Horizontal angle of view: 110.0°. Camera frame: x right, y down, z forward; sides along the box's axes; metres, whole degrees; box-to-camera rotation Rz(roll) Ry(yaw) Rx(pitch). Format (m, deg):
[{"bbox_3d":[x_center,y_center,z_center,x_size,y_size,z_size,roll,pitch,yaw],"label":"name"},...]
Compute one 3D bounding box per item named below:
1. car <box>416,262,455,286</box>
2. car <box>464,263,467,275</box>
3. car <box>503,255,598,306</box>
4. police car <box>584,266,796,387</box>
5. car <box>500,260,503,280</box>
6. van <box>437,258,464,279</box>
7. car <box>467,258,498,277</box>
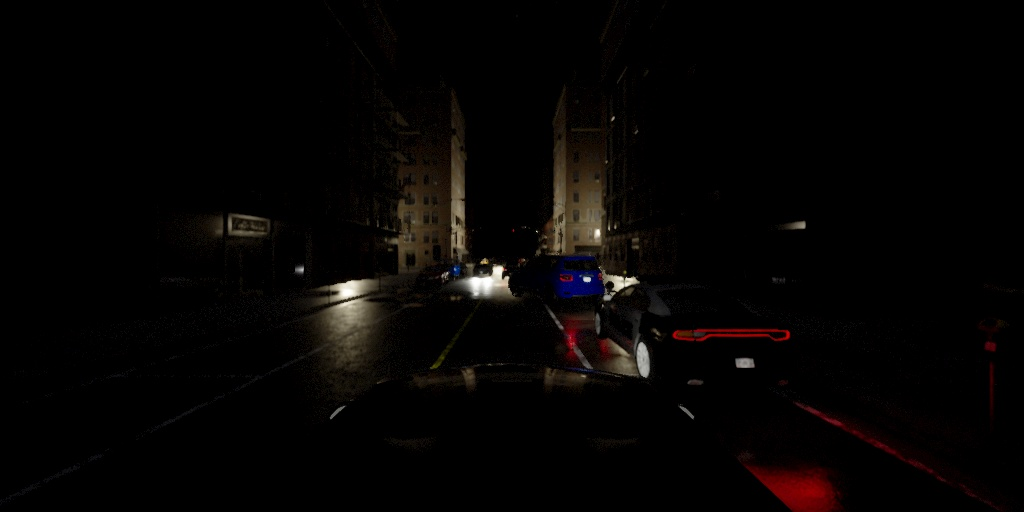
[{"bbox_3d":[-5.407,1.330,24.915,1.802,1.307,4.207,0,0,0],"label":"car"},{"bbox_3d":[-5.411,1.299,35.727,2.007,1.370,4.403,0,0,0],"label":"car"},{"bbox_3d":[1.774,0.973,16.158,2.150,2.045,5.566,0,1,-24],"label":"car"},{"bbox_3d":[3.004,1.174,7.213,1.930,1.638,5.238,0,0,0],"label":"police car"},{"bbox_3d":[0.048,1.274,31.504,1.812,1.442,4.674,0,0,0],"label":"car"},{"bbox_3d":[-5.409,1.089,30.321,1.690,1.789,3.998,0,0,0],"label":"van"},{"bbox_3d":[-2.842,1.240,35.887,2.128,1.511,4.902,0,0,0],"label":"car"}]
